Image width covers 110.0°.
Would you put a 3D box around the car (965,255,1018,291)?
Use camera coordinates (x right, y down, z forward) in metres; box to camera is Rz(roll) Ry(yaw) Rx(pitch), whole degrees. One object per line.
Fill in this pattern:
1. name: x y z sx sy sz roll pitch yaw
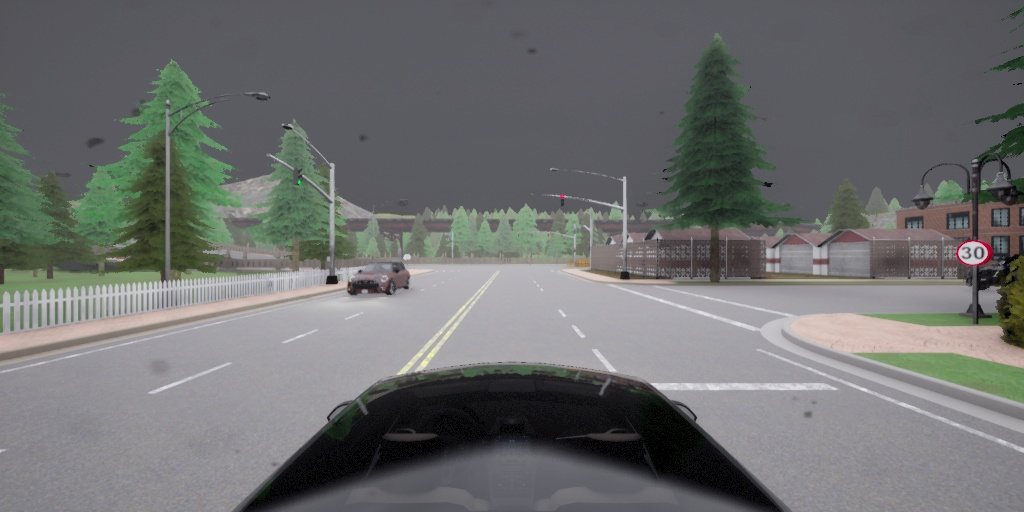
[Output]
1. car: 28.266 0.930 19.372 5.566 2.045 2.150 0 0 1

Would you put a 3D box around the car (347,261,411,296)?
1. car: -6.999 1.098 19.307 2.097 1.767 4.553 0 0 0
